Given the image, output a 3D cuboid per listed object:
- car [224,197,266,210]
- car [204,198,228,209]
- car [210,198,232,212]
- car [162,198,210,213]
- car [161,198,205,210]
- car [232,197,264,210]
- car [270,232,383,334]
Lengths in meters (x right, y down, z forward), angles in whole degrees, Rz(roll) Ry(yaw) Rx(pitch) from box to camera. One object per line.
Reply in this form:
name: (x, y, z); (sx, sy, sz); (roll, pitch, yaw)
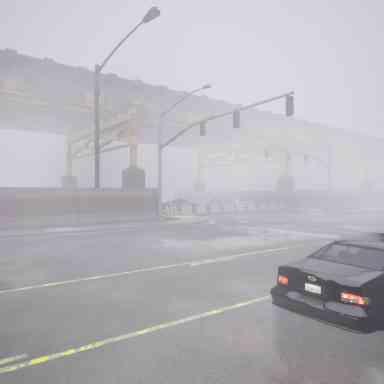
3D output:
car: (6.710, 1.453, 42.483); (4.974, 1.542, 2.038); (0, 0, -8)
car: (2.854, 1.295, 38.732); (1.853, 1.218, 4.536); (0, 0, 17)
car: (2.839, 1.453, 38.683); (2.038, 1.542, 4.974); (0, 0, 17)
car: (-0.878, 1.453, 35.959); (4.974, 1.542, 2.038); (0, 0, 7)
car: (-0.929, 1.295, 35.965); (4.536, 1.218, 1.853); (0, 0, 7)
car: (6.659, 1.295, 42.476); (4.536, 1.218, 1.853); (0, 0, -8)
car: (3.916, 1.547, 6.647); (5.357, 1.411, 2.033); (0, 0, -36)
